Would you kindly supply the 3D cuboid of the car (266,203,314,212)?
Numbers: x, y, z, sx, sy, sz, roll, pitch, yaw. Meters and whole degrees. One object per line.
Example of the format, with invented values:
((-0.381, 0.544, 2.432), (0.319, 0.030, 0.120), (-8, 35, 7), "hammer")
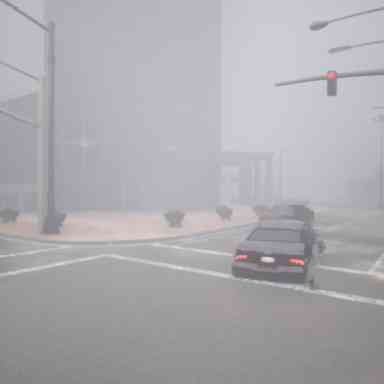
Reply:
((5.475, 1.413, 19.043), (1.882, 1.535, 5.008), (1, 0, 36), "car")

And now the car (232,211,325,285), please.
((2.662, 1.518, 9.592), (2.033, 1.411, 5.357), (0, 0, 23), "car")
